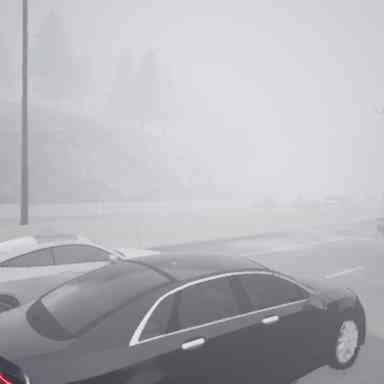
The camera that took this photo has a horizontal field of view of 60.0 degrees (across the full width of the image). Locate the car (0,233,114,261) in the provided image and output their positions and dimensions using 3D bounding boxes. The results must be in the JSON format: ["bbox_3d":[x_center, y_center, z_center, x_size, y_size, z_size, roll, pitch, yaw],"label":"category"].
[{"bbox_3d":[-2.409,1.543,6.447,4.674,1.442,1.812,0,0,-36],"label":"car"}]

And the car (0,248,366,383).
[{"bbox_3d":[0.249,1.516,4.070,4.892,1.490,1.837,0,0,-36],"label":"car"}]

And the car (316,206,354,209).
[{"bbox_3d":[16.494,1.314,37.683,2.150,2.045,5.566,0,0,43],"label":"car"}]

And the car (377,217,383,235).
[{"bbox_3d":[11.814,1.592,17.995,5.357,1.411,2.033,0,0,-42],"label":"car"}]

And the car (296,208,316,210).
[{"bbox_3d":[14.798,1.650,41.001,2.033,1.411,5.357,0,0,42],"label":"car"}]
